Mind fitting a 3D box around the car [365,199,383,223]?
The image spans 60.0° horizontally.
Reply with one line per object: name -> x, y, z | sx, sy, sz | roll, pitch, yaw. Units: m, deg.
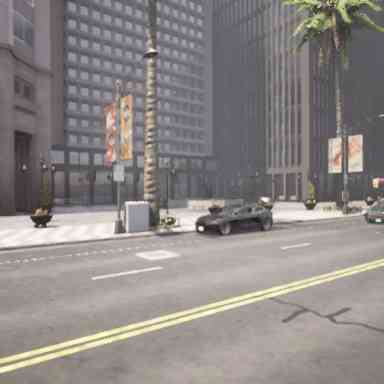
car -> 13.547, 1.180, 22.207 | 4.553, 1.767, 2.097 | -1, 0, -35

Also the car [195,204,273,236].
car -> 2.383, 1.422, 18.146 | 4.786, 1.482, 2.161 | 0, 0, -36
